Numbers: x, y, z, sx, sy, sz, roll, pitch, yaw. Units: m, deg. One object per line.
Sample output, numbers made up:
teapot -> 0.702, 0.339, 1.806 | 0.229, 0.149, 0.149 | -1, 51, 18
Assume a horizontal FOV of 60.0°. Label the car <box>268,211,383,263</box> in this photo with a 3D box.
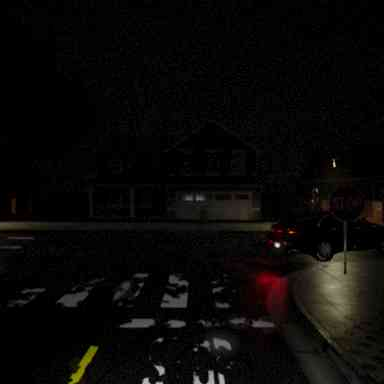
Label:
car -> 4.982, 1.423, 11.525 | 4.892, 1.490, 1.837 | 0, -3, -22
